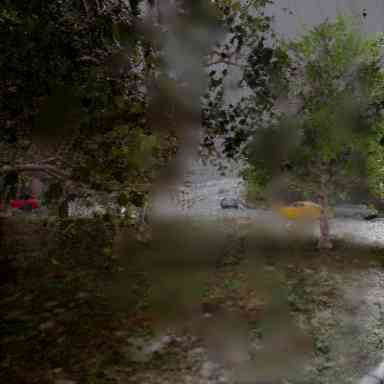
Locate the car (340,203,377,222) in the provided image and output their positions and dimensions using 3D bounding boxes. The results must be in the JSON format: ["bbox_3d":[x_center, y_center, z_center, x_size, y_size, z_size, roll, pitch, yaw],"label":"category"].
[{"bbox_3d":[12.240,1.538,26.343,1.994,1.385,4.181,0,0,-40],"label":"car"}]

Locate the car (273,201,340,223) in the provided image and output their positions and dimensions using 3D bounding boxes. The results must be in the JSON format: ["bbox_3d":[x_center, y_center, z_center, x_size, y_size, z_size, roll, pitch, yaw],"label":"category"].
[{"bbox_3d":[8.387,1.451,25.556,1.882,1.535,5.008,0,0,-27],"label":"car"}]

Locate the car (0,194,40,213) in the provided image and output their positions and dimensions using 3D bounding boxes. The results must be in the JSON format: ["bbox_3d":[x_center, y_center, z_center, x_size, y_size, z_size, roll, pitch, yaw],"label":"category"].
[{"bbox_3d":[-18.610,1.178,33.945,5.566,2.045,2.150,0,0,-30],"label":"car"}]

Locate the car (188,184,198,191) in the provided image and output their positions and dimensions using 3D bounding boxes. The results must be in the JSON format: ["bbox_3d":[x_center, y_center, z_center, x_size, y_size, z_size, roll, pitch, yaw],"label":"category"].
[{"bbox_3d":[-1.049,-1.258,86.701,2.435,2.045,5.566,0,3,16],"label":"car"}]

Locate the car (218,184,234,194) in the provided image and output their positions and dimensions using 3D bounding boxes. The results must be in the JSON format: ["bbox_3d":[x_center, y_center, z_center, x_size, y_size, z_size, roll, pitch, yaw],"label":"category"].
[{"bbox_3d":[7.113,-0.397,73.159,2.033,1.411,5.357,0,4,17],"label":"car"}]

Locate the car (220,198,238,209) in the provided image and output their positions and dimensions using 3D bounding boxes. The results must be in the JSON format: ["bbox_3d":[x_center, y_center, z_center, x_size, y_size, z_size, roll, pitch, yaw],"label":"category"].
[{"bbox_3d":[4.784,1.413,43.374,1.994,1.385,4.181,0,1,1],"label":"car"}]

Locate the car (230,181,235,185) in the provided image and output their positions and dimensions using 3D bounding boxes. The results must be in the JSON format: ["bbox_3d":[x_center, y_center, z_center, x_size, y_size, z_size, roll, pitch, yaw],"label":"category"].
[{"bbox_3d":[11.411,-1.330,87.528,1.812,1.442,4.674,0,4,17],"label":"car"}]

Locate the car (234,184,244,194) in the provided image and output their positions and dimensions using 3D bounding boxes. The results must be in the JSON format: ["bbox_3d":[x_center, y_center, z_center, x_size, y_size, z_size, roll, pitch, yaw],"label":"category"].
[{"bbox_3d":[10.465,-0.398,73.027,1.994,1.385,4.181,0,4,17],"label":"car"}]
